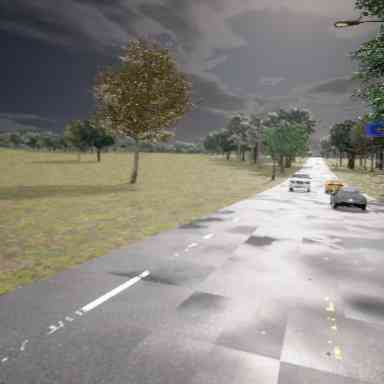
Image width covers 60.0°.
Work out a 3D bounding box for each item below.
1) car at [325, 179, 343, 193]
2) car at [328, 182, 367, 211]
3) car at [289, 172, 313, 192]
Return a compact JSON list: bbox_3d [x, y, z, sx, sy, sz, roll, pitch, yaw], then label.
[{"bbox_3d":[15.815,-0.693,36.837,1.882,1.535,5.008,4,5,20],"label":"car"},{"bbox_3d":[10.536,0.340,22.505,1.994,1.385,4.181,4,5,20],"label":"car"},{"bbox_3d":[12.311,-1.173,37.599,2.150,2.045,5.566,4,5,20],"label":"car"}]
